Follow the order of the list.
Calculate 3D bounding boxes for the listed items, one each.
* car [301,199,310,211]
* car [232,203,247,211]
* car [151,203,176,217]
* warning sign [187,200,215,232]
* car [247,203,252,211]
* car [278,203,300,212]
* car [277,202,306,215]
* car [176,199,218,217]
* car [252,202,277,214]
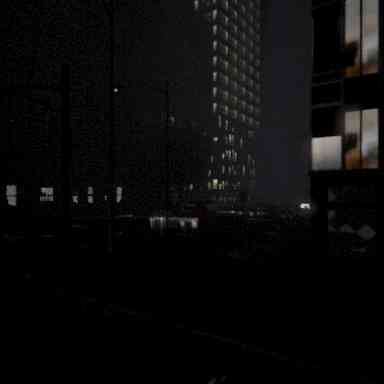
[{"bbox_3d":[19.330,2.234,54.832,2.150,2.045,5.566,0,-1,33],"label":"car"},{"bbox_3d":[8.390,2.510,55.854,1.895,1.301,4.718,0,-1,33],"label":"car"},{"bbox_3d":[-2.790,2.065,38.674,1.812,1.442,4.674,0,-1,33],"label":"car"},{"bbox_3d":[0.554,1.441,20.382,1.300,1.860,1.060,1,1,33],"label":"warning sign"},{"bbox_3d":[11.139,2.474,54.120,1.837,1.490,4.892,0,-1,33],"label":"car"},{"bbox_3d":[16.578,2.553,56.563,2.033,1.411,5.357,0,-1,33],"label":"car"},{"bbox_3d":[13.919,2.437,46.344,1.895,1.301,4.718,0,-1,33],"label":"car"},{"bbox_3d":[0.942,1.800,38.465,2.150,2.045,5.566,0,-1,33],"label":"car"},{"bbox_3d":[11.051,2.372,47.896,2.033,1.411,5.357,0,-1,33],"label":"car"}]
